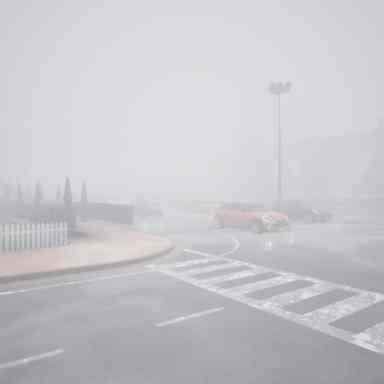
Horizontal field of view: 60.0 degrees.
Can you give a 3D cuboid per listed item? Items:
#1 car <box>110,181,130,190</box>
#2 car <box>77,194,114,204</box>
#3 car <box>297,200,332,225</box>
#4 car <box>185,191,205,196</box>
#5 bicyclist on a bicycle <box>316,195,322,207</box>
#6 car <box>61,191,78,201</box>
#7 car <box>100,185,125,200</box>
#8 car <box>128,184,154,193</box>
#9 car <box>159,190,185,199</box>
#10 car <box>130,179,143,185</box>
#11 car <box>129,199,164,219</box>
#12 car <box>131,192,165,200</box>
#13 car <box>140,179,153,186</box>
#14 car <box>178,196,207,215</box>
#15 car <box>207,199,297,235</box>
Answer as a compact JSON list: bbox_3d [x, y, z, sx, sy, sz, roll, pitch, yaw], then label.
[{"bbox_3d":[-14.795,-1.300,66.276,1.882,1.535,5.008,0,7,-37],"label":"car"},{"bbox_3d":[-10.977,1.298,37.751,1.895,1.301,4.718,0,3,-37],"label":"car"},{"bbox_3d":[7.886,1.351,24.476,2.097,1.767,4.553,0,0,-37],"label":"car"},{"bbox_3d":[0.274,0.518,58.045,1.882,1.535,5.008,0,5,-37],"label":"car"},{"bbox_3d":[18.084,1.291,47.388,1.656,1.620,0.582,0,0,-37],"label":"bicyclist on a bicycle"},{"bbox_3d":[-17.200,0.518,46.058,1.994,1.385,4.181,0,5,-36],"label":"car"},{"bbox_3d":[-12.765,0.288,51.826,1.812,1.442,4.674,0,6,-37],"label":"car"},{"bbox_3d":[-8.532,0.058,57.942,2.033,1.411,5.357,0,6,-37],"label":"car"},{"bbox_3d":[-3.868,0.302,57.731,1.882,1.535,5.008,0,6,-37],"label":"car"},{"bbox_3d":[-12.803,-1.487,69.619,1.882,1.535,5.008,0,7,-37],"label":"car"},{"bbox_3d":[-4.392,1.591,29.062,1.895,1.301,4.718,0,0,-37],"label":"car"},{"bbox_3d":[-6.151,1.180,42.976,2.033,1.411,5.357,0,3,-37],"label":"car"},{"bbox_3d":[-10.479,-1.827,72.201,2.150,2.045,5.566,0,7,-37],"label":"car"},{"bbox_3d":[1.055,1.465,33.471,1.882,1.535,5.008,0,0,-37],"label":"car"},{"bbox_3d":[3.291,1.351,18.954,2.097,1.767,4.553,0,0,-37],"label":"car"}]
